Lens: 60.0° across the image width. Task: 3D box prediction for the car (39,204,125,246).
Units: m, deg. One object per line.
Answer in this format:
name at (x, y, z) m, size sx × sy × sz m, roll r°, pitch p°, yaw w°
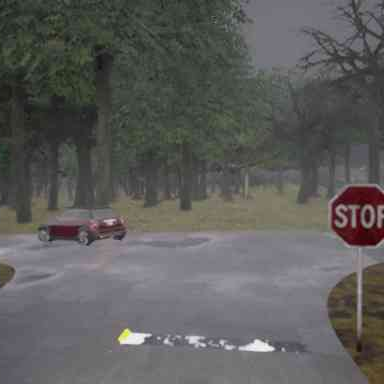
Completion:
car at (-5.400, 1.504, 16.056) m, size 4.553 × 1.767 × 2.097 m, roll -2°, pitch 0°, yaw 35°
